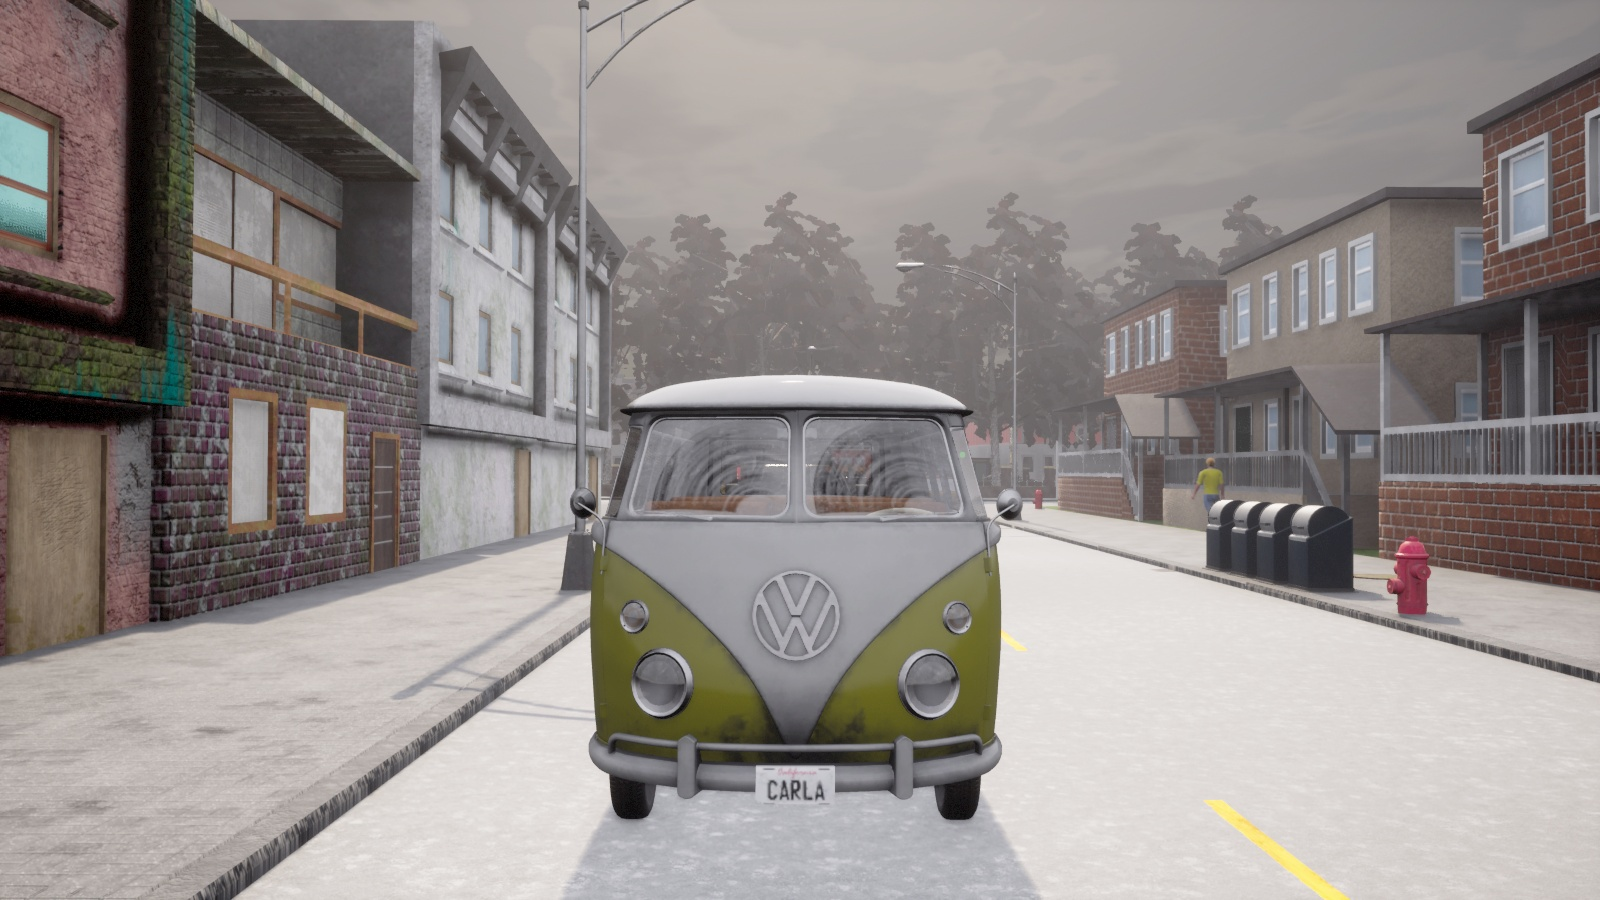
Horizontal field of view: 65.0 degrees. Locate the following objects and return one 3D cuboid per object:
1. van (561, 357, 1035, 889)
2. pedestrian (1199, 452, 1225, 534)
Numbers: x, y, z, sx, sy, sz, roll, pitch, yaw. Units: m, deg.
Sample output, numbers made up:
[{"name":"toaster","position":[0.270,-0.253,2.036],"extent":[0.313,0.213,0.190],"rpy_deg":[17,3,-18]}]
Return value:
[{"name":"van","position":[-0.016,0.684,6.936],"extent":[1.775,1.987,4.442],"rpy_deg":[0,-1,0]},{"name":"pedestrian","position":[9.305,0.963,28.397],"extent":[0.354,1.836,0.706],"rpy_deg":[0,-1,2]}]
